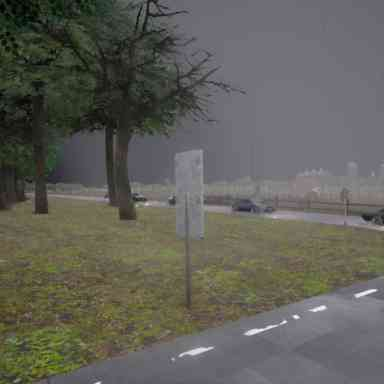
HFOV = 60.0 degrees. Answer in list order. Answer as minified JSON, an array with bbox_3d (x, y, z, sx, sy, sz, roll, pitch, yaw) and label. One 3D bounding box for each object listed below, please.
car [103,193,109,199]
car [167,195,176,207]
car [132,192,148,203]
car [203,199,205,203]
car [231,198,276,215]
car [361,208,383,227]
[{"bbox_3d":[-15.482,0.638,63.716,1.994,1.385,4.181,-1,1,-36],"label":"car"},{"bbox_3d":[-1.154,1.018,38.842,1.812,1.442,4.674,-1,1,-36],"label":"car"},{"bbox_3d":[-8.289,0.802,48.771,1.882,1.535,5.008,-1,1,-35],"label":"car"},{"bbox_3d":[-0.511,1.005,42.957,1.895,1.301,4.718,-1,1,-36],"label":"car"},{"bbox_3d":[5.434,1.229,29.693,1.994,1.385,4.181,-1,2,-36],"label":"car"},{"bbox_3d":[12.740,1.480,19.571,1.895,1.301,4.718,-1,2,-36],"label":"car"}]
